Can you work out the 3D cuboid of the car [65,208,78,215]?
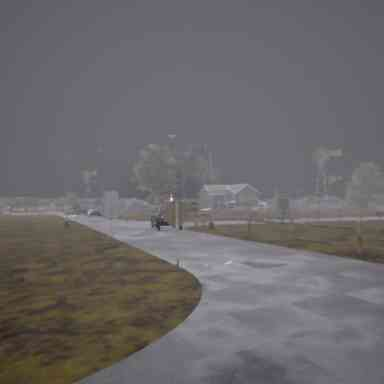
[{"bbox_3d":[-27.050,4.428,73.545,1.837,1.490,4.892,0,-2,-25],"label":"car"}]

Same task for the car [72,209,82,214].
[{"bbox_3d":[-29.552,4.961,85.445,1.994,1.385,4.181,0,-3,-25],"label":"car"}]

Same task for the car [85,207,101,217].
[{"bbox_3d":[-17.589,3.756,59.955,1.837,1.490,4.892,0,-2,-25],"label":"car"}]

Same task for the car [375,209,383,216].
[{"bbox_3d":[31.873,3.294,53.815,5.008,1.535,1.882,1,-2,-24],"label":"car"}]

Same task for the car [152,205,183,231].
[{"bbox_3d":[-2.187,2.145,28.707,2.150,2.045,5.566,-1,-1,-12],"label":"car"}]

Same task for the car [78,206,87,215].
[{"bbox_3d":[-24.574,4.126,74.741,2.150,2.045,5.566,0,-3,-25],"label":"car"}]
